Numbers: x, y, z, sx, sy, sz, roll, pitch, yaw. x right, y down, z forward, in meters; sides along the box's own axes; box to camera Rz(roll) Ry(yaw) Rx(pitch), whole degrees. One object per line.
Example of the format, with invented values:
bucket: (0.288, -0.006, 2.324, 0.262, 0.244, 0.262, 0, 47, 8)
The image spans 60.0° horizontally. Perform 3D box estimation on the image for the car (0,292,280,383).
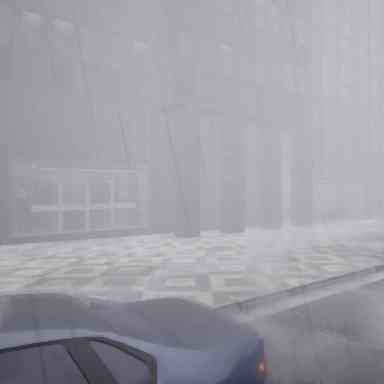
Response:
car: (-1.779, 1.547, 2.116, 5.357, 1.411, 2.033, 0, 0, -35)
